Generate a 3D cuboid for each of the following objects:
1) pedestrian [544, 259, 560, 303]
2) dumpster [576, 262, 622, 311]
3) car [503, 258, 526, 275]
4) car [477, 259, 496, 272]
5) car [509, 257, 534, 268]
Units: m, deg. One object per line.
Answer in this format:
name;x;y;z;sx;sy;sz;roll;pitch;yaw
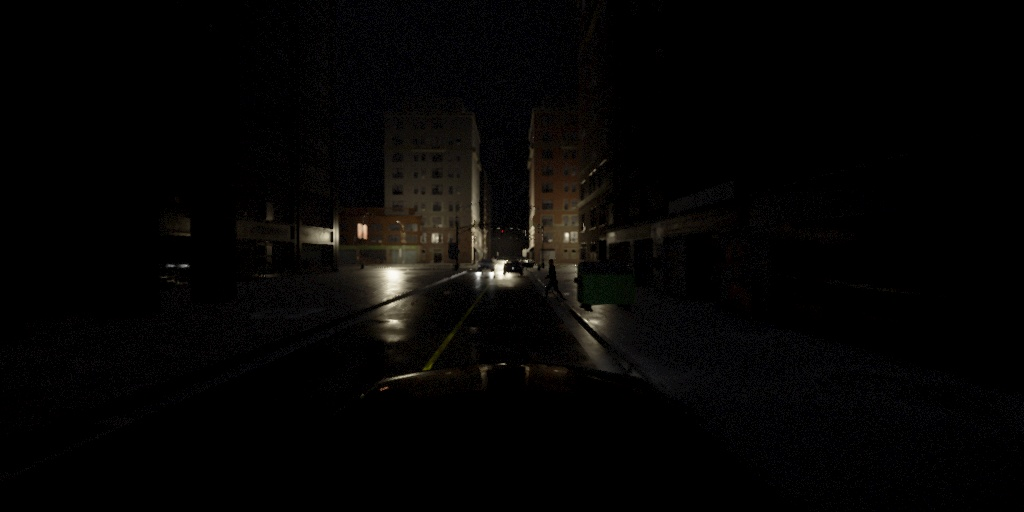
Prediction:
pedestrian;1.590;0.977;14.281;0.375;1.860;0.375;0;0;-10
dumpster;3.138;1.083;13.189;1.020;1.700;1.940;0;0;0
car;0.097;1.144;36.603;1.994;1.385;4.181;0;0;0
car;-2.996;1.080;42.320;1.812;1.442;4.674;0;0;0
car;1.324;1.118;48.425;1.895;1.301;4.718;0;1;29
